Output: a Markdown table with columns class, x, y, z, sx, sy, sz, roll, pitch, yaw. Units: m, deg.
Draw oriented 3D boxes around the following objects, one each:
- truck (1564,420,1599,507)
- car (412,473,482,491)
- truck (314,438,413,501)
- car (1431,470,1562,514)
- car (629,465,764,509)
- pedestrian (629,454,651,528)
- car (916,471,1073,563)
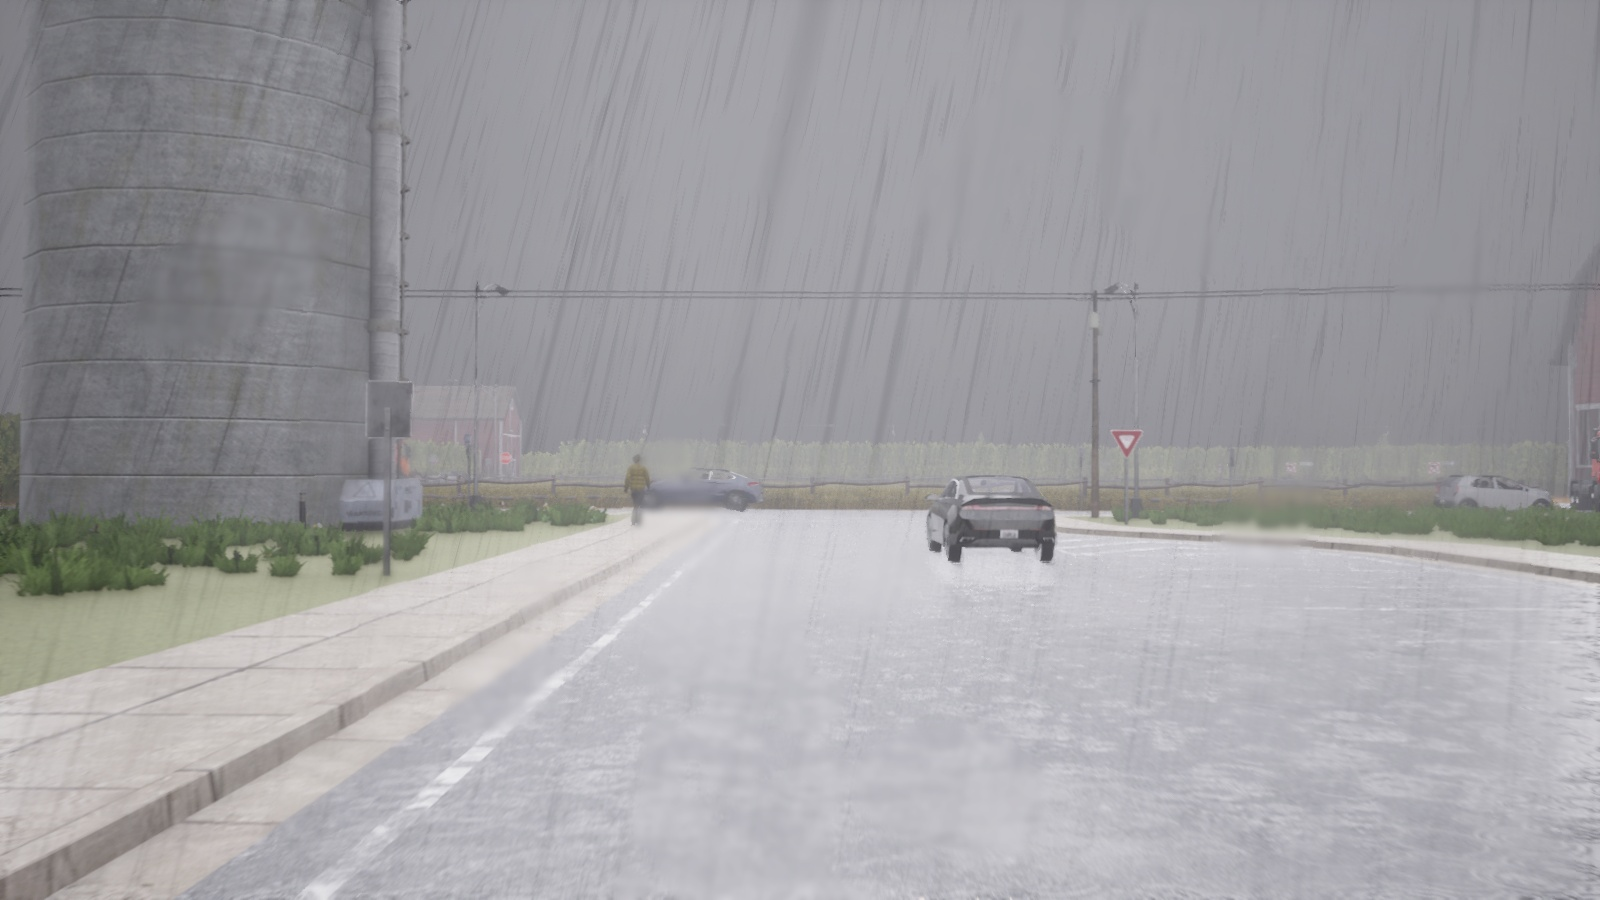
| class | x | y | z | sx | sy | sz | roll | pitch | yaw |
| --- | --- | --- | --- | --- | --- | --- | --- | --- | --- |
| truck | 34.612 | 0.580 | 52.968 | 2.891 | 3.462 | 7.936 | -1 | -1 | 23 |
| car | -26.423 | 2.405 | 94.149 | 1.895 | 1.301 | 4.718 | -1 | -1 | 43 |
| truck | -25.351 | 1.146 | 73.405 | 2.891 | 3.462 | 7.936 | 0 | -1 | 1 |
| car | 24.694 | 1.477 | 44.613 | 3.633 | 1.501 | 1.845 | 0 | -1 | 0 |
| car | -3.938 | 1.420 | 48.432 | 5.027 | 1.651 | 2.152 | 0 | -1 | 1 |
| pedestrian | -4.015 | 1.014 | 31.561 | 0.370 | 1.835 | 0.726 | 0 | -1 | 8 |
| car | 3.444 | 1.146 | 23.231 | 2.128 | 1.511 | 4.902 | 0 | -1 | 0 |
